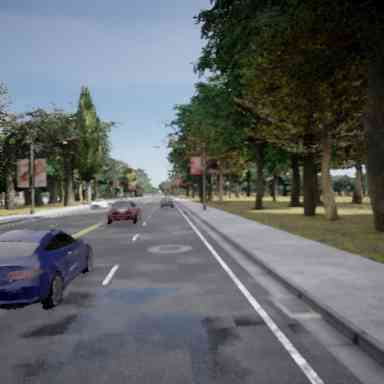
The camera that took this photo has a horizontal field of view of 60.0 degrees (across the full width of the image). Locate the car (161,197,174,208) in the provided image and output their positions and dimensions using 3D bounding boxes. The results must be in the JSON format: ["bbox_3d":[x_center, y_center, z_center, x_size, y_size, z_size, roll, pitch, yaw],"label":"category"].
[{"bbox_3d":[-3.669,1.553,48.945,2.033,1.411,5.357,-1,0,-5],"label":"car"}]

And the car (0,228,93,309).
[{"bbox_3d":[-3.662,1.579,7.775,1.812,1.442,4.674,-1,0,-5],"label":"car"}]

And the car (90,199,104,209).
[{"bbox_3d":[-13.620,1.742,48.914,1.812,1.442,4.674,-1,0,-4],"label":"car"}]

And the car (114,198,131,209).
[{"bbox_3d":[-10.453,1.714,50.101,1.994,1.385,4.181,-1,0,-5],"label":"car"}]

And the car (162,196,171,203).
[{"bbox_3d":[-5.688,1.673,73.078,1.895,1.301,4.718,-1,0,-5],"label":"car"}]

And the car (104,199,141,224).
[{"bbox_3d":[-5.065,1.397,25.382,2.097,1.767,4.553,-1,0,-5],"label":"car"}]
